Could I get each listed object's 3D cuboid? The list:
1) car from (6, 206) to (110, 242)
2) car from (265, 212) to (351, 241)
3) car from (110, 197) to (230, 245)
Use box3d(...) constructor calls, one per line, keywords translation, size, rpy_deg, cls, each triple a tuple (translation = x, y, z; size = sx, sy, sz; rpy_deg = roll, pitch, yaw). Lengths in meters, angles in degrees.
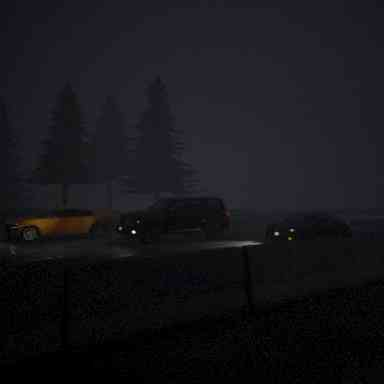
box3d(translation=(-6.335, 1.459, 16.442), size=(5.008, 1.535, 1.882), rpy_deg=(1, 0, -33), cls="car")
box3d(translation=(5.431, 1.647, 15.519), size=(4.181, 1.385, 1.994), rpy_deg=(1, 0, -30), cls="car")
box3d(translation=(-0.751, 1.251, 15.914), size=(5.566, 2.045, 2.150), rpy_deg=(1, 0, -32), cls="car")
